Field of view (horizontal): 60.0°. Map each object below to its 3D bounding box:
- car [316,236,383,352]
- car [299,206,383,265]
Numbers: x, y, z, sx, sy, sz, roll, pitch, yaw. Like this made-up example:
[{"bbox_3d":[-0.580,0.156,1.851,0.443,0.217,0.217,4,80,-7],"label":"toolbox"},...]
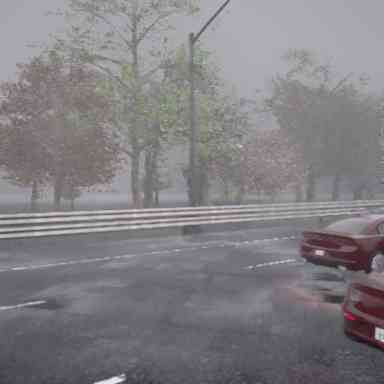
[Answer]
[{"bbox_3d":[4.196,1.461,4.958,4.674,1.442,1.812,-1,0,-31],"label":"car"},{"bbox_3d":[5.370,1.372,9.748,5.008,1.535,1.882,-1,0,-31],"label":"car"}]
